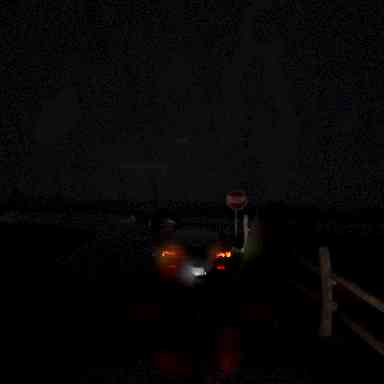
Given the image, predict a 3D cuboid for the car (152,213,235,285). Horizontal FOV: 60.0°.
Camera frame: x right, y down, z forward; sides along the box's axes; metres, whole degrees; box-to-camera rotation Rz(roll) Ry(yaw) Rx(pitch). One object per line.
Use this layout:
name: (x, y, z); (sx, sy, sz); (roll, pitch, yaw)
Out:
car: (0.096, 1.530, 9.391); (1.812, 1.442, 4.674); (0, 0, 0)

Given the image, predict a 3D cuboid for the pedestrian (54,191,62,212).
pedestrian: (-12.032, 0.816, 29.756); (0.375, 1.860, 0.375); (0, 1, 0)

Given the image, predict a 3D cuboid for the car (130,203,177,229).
car: (-2.539, 1.503, 22.018); (1.837, 1.490, 4.892); (2, 0, -31)
